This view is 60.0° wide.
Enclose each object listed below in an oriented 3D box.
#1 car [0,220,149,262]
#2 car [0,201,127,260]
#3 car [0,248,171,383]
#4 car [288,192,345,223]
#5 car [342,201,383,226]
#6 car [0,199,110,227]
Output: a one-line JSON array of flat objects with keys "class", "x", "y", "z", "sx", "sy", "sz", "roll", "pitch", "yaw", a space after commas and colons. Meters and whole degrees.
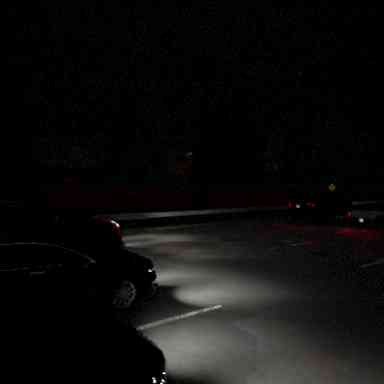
[{"class": "car", "x": -2.976, "y": 1.493, "z": 5.922, "sx": 4.892, "sy": 1.490, "sz": 1.837, "roll": -1, "pitch": 0, "yaw": -36}, {"class": "car", "x": -5.097, "y": 1.313, "z": 13.008, "sx": 4.553, "sy": 1.767, "sz": 2.097, "roll": -1, "pitch": 1, "yaw": -36}, {"class": "car", "x": -2.411, "y": 1.515, "z": 2.027, "sx": 4.892, "sy": 1.490, "sz": 1.837, "roll": -1, "pitch": 0, "yaw": -36}, {"class": "car", "x": 9.055, "y": 0.976, "z": 23.181, "sx": 5.566, "sy": 2.045, "sz": 2.150, "roll": -1, "pitch": 1, "yaw": -36}, {"class": "car", "x": 11.728, "y": 1.344, "z": 20.793, "sx": 4.718, "sy": 1.301, "sz": 1.895, "roll": -1, "pitch": 0, "yaw": -36}, {"class": "car", "x": -4.772, "y": 1.208, "z": 8.941, "sx": 5.566, "sy": 2.045, "sz": 2.150, "roll": -1, "pitch": 1, "yaw": -35}]
